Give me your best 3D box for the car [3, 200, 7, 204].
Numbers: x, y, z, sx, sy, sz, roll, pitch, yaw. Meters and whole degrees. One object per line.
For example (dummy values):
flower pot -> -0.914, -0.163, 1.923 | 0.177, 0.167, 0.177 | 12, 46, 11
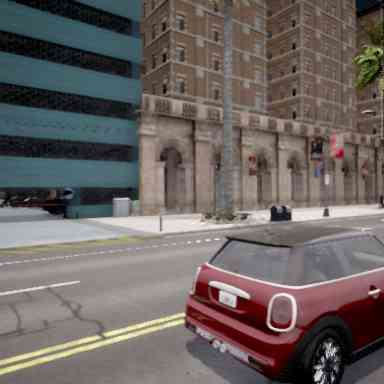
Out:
car -> -28.609, 1.395, 55.225 | 4.786, 1.482, 2.161 | 0, 0, -36

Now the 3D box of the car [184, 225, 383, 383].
car -> 2.175, 1.326, 5.333 | 4.553, 1.767, 2.097 | 0, 0, -35

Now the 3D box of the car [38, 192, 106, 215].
car -> -10.818, 0.992, 30.943 | 5.566, 2.045, 2.435 | 0, 0, -36

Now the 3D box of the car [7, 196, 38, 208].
car -> -22.221, 1.441, 45.532 | 4.718, 1.301, 1.895 | 0, 0, -36
